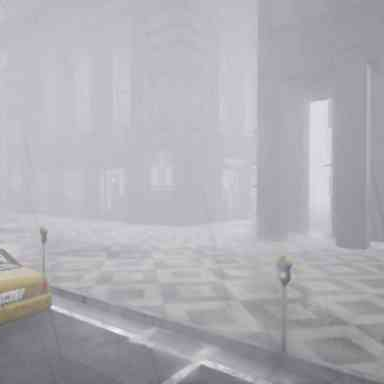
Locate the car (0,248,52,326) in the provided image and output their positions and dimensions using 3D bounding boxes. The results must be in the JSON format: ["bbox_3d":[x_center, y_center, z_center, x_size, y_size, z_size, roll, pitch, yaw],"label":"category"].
[{"bbox_3d":[-4.566,1.486,6.215,4.829,1.417,1.752,0,0,35],"label":"car"}]
